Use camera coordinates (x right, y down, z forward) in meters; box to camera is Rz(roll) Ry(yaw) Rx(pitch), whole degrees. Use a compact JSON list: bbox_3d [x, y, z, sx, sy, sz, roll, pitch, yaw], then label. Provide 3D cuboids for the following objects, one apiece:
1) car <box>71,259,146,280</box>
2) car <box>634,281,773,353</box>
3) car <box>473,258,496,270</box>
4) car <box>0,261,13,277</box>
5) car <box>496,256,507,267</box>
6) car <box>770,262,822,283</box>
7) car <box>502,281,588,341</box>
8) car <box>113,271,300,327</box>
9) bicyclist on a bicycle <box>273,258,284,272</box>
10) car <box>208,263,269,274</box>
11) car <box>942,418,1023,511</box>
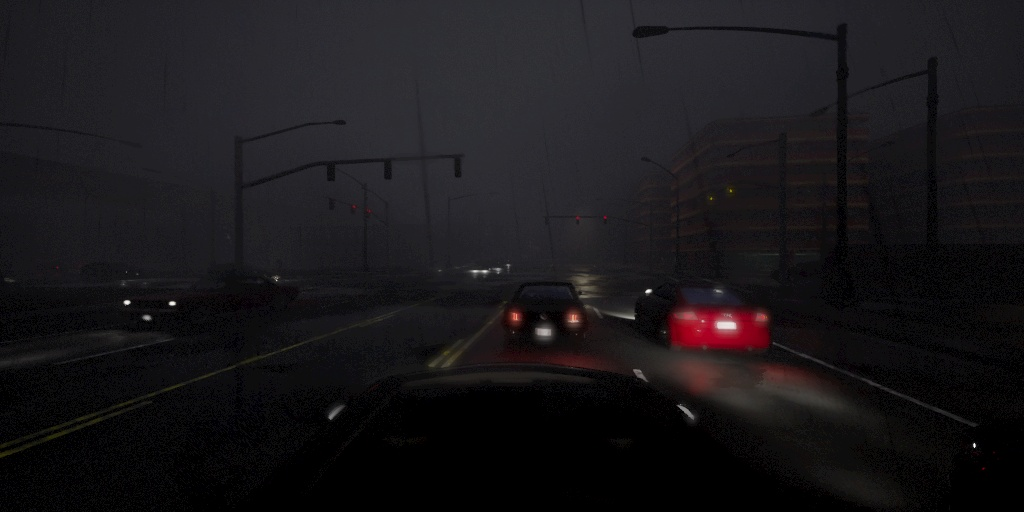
[{"bbox_3d":[-33.895,1.255,30.417,4.892,1.490,1.837,0,0,7],"label":"car"},{"bbox_3d":[4.398,1.314,8.909,1.994,1.385,4.181,0,0,7],"label":"car"},{"bbox_3d":[-3.890,1.176,48.697,1.994,1.385,4.181,0,1,8],"label":"car"},{"bbox_3d":[-49.246,1.227,34.016,5.008,1.535,1.882,0,0,31],"label":"car"},{"bbox_3d":[-2.546,1.064,58.551,1.895,1.301,4.718,0,1,8],"label":"car"},{"bbox_3d":[22.798,1.228,27.588,5.008,1.535,1.882,0,0,7],"label":"car"},{"bbox_3d":[0.994,1.351,9.908,1.895,1.301,4.718,0,0,8],"label":"car"},{"bbox_3d":[-9.490,1.351,11.803,1.895,1.301,4.718,0,0,8],"label":"car"},{"bbox_3d":[-26.429,1.053,40.569,0.582,1.620,1.656,0,0,7],"label":"bicyclist on a bicycle"},{"bbox_3d":[-22.036,1.276,29.017,4.674,1.442,1.812,0,0,7],"label":"car"},{"bbox_3d":[3.640,1.242,0.196,2.128,1.511,4.902,0,0,1],"label":"car"}]
